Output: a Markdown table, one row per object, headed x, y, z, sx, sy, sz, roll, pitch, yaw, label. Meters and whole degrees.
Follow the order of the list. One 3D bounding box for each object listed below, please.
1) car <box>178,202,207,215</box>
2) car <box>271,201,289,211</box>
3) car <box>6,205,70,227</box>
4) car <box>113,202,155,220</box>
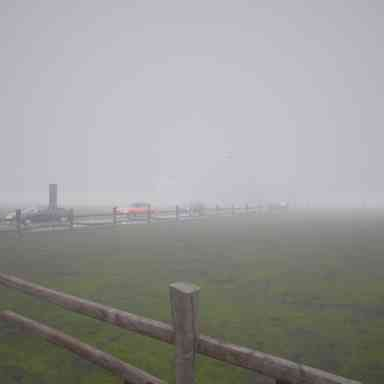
| x | y | z | sx | sy | sz | roll | pitch | yaw | label |
| --- | --- | --- | --- | --- | --- | --- | --- | --- | --- |
| -0.041 | 2.018 | 42.367 | 2.097 | 1.767 | 4.553 | -1 | -1 | 35 | car |
| 15.557 | 2.407 | 59.338 | 2.097 | 1.767 | 4.553 | -1 | -1 | 37 | car |
| -11.727 | 1.795 | 25.885 | 2.128 | 1.511 | 4.902 | -1 | -1 | 36 | car |
| -5.911 | 1.836 | 34.085 | 2.097 | 1.767 | 4.553 | -1 | -1 | 35 | car |
